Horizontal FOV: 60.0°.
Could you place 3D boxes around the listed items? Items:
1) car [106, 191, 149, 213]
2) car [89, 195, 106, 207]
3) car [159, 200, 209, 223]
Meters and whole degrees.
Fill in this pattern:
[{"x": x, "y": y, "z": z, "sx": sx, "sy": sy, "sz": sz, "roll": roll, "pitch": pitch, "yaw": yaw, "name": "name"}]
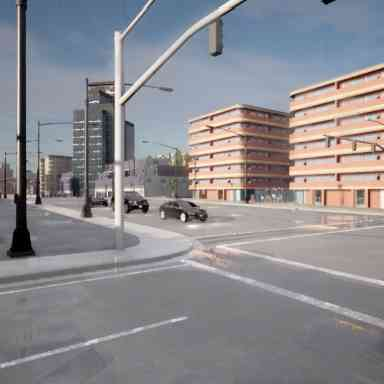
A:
[{"x": -6.270, "y": 0.945, "z": 32.996, "sx": 2.150, "sy": 2.045, "sz": 5.566, "roll": 0, "pitch": 1, "yaw": -34, "name": "car"}, {"x": -11.936, "y": 1.111, "z": 41.298, "sx": 1.994, "sy": 1.385, "sz": 4.181, "roll": 0, "pitch": 1, "yaw": -34, "name": "car"}, {"x": -0.706, "y": 1.373, "z": 24.843, "sx": 1.837, "sy": 1.490, "sz": 4.892, "roll": 0, "pitch": 1, "yaw": -34, "name": "car"}]
